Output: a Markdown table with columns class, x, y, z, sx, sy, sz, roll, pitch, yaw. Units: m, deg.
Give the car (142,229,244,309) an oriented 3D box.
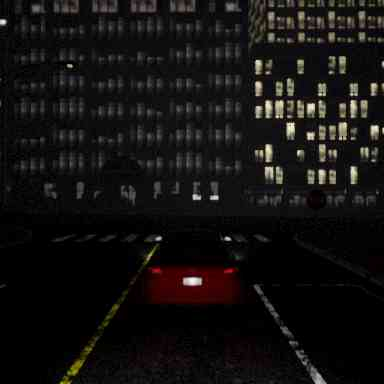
| class | x | y | z | sx | sy | sz | roll | pitch | yaw |
| --- | --- | --- | --- | --- | --- | --- | --- | --- | --- |
| car | 0.027 | 1.561 | 7.936 | 1.994 | 1.385 | 4.181 | 0 | 0 | 0 |
